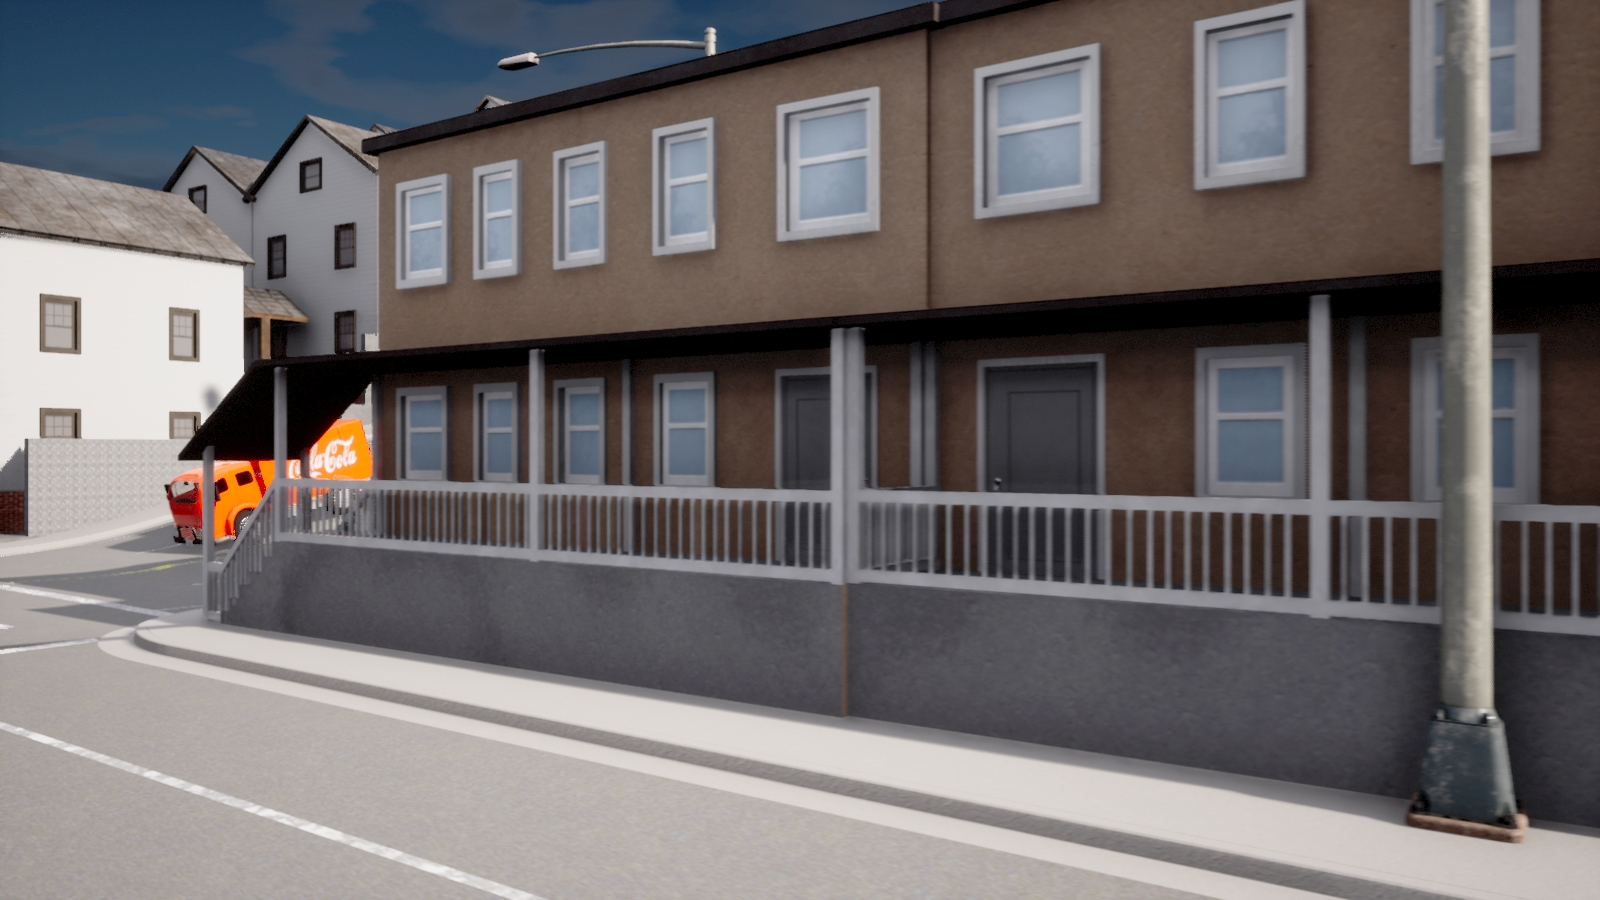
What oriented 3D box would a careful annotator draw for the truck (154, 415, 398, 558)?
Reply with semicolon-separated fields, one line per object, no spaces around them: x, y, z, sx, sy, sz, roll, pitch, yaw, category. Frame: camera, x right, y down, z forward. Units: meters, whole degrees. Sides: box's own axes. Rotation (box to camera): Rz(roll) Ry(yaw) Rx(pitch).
-14.564;0.894;32.136;2.627;2.467;5.204;0;16;34;truck
